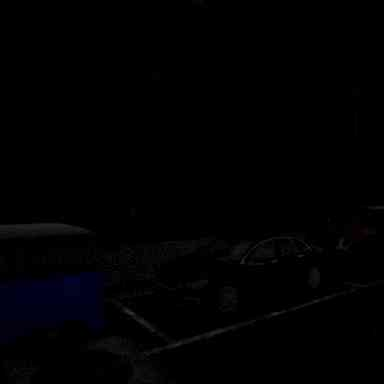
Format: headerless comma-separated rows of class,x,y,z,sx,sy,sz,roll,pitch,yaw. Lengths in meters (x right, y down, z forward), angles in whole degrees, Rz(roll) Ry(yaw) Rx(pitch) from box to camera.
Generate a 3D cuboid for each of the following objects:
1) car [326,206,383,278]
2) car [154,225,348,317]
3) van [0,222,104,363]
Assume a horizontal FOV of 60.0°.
car,5.705,1.380,10.601,5.009,1.841,2.192,0,0,-35
car,1.267,1.582,7.435,4.403,1.369,2.008,0,0,-35
van,-3.171,1.340,4.272,3.998,1.788,1.690,0,0,-35
